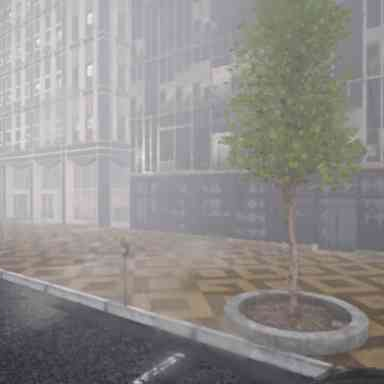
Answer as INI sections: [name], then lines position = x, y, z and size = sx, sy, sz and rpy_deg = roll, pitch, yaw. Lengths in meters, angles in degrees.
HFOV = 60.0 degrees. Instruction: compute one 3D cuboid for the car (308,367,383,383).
[car]
position = 2.333, 1.571, 1.213
size = 4.313, 1.339, 1.947
rpy_deg = 0, 0, 35
